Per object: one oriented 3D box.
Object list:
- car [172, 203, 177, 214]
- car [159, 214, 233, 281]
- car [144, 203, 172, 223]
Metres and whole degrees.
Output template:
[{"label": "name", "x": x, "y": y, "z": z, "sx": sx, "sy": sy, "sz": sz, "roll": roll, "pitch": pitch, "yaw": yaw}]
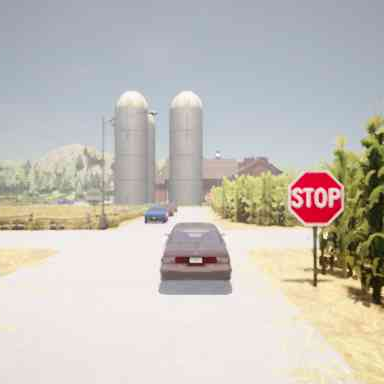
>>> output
[{"label": "car", "x": -3.193, "y": 2.184, "z": 40.832, "sx": 1.882, "sy": 1.535, "sz": 5.008, "roll": 0, "pitch": -1, "yaw": 0}, {"label": "car", "x": 0.090, "y": 1.618, "z": 10.018, "sx": 2.033, "sy": 1.411, "sz": 5.357, "roll": 0, "pitch": -1, "yaw": 0}, {"label": "car", "x": -3.197, "y": 1.980, "z": 30.355, "sx": 1.882, "sy": 1.535, "sz": 5.008, "roll": 0, "pitch": -1, "yaw": 0}]
